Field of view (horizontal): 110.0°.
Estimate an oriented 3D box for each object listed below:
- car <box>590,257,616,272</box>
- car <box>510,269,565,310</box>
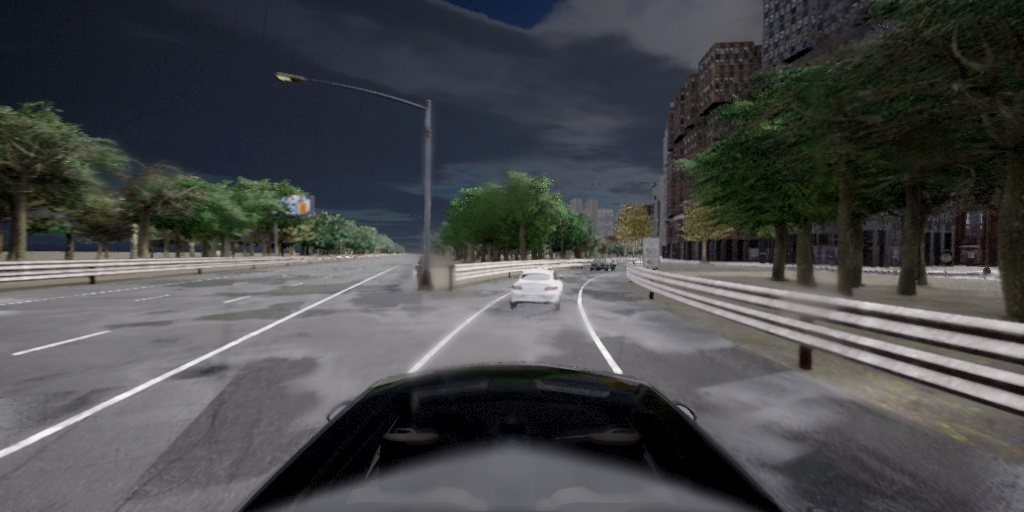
[{"bbox_3d":[10.974,0.966,42.918,2.097,1.767,4.553,1,1,29],"label":"car"},{"bbox_3d":[1.078,1.226,14.322,1.812,1.442,4.674,0,0,9],"label":"car"}]
